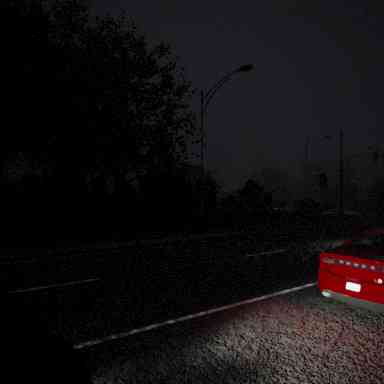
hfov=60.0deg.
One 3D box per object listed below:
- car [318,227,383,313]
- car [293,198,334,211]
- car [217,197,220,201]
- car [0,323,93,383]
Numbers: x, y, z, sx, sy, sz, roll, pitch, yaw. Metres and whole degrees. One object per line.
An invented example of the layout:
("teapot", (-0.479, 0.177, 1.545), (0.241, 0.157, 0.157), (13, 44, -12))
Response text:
("car", (4.783, 1.478, 7.136), (5.008, 1.535, 1.882), (0, 0, -35))
("car", (14.476, 1.478, 39.839), (1.882, 1.535, 5.008), (0, 0, -33))
("car", (3.925, 1.455, 56.649), (1.812, 1.442, 4.674), (0, 1, -32))
("car", (-2.969, 1.492, 1.636), (4.902, 1.511, 2.128), (0, 0, -35))
